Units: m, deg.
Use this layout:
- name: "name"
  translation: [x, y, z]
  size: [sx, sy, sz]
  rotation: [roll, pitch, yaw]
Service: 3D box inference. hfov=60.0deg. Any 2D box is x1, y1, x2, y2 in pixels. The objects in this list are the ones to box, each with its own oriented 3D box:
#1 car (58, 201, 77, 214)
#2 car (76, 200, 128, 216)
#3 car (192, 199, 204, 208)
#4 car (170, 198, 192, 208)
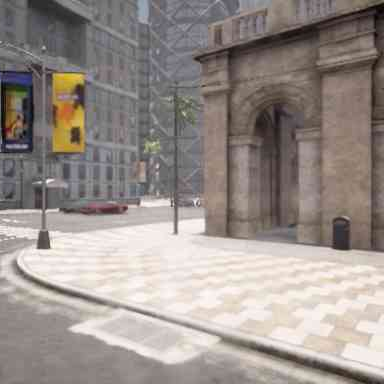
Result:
- name: "car"
  translation: [-11.349, 1.551, 35.254]
  size: [2.033, 1.411, 5.357]
  rotation: [0, 0, 35]
- name: "car"
  translation: [-8.639, 1.604, 33.020]
  size: [1.895, 1.301, 4.718]
  rotation: [0, 0, 35]
- name: "car"
  translation: [2.563, 1.480, 48.684]
  size: [1.882, 1.535, 5.008]
  rotation: [0, 0, 36]
- name: "car"
  translation: [-1.413, 1.567, 49.150]
  size: [1.994, 1.385, 4.181]
  rotation: [0, 0, 36]
